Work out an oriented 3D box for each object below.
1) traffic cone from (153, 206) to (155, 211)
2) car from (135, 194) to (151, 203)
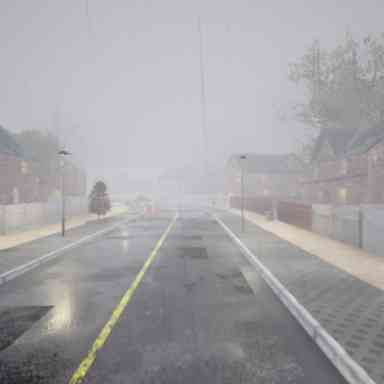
[{"bbox_3d":[-3.914,1.823,32.458,0.340,0.580,0.340,0,0,-2],"label":"traffic cone"},{"bbox_3d":[-9.204,1.219,62.149,1.837,1.490,4.892,1,0,-27],"label":"car"}]
